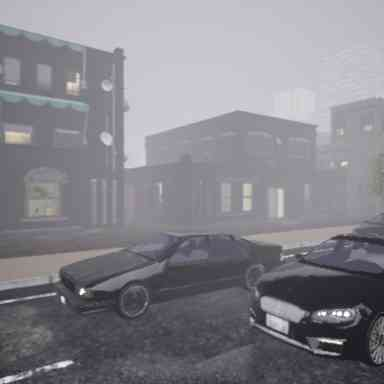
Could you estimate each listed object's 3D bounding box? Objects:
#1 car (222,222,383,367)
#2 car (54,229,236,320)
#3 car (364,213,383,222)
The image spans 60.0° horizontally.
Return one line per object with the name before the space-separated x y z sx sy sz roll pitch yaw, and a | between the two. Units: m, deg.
car | 3.147 1.534 5.909 4.902 1.511 2.128 1 0 -35
car | -0.150 1.577 7.553 5.357 1.411 2.033 0 0 -35
car | 8.476 1.596 13.680 4.902 1.511 2.128 1 0 -35
